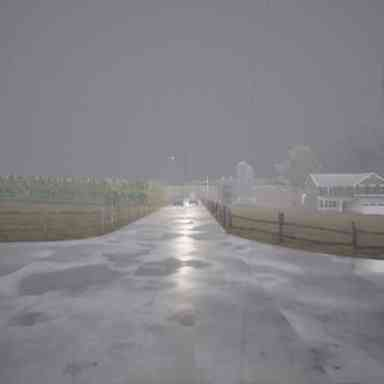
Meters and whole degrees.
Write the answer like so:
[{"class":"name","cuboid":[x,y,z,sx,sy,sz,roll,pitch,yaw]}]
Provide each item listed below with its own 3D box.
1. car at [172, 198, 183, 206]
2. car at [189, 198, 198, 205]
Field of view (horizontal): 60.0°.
[{"class":"car","cuboid":[-2.470,1.808,59.582,2.033,1.411,5.357,0,0,0]},{"class":"car","cuboid":[0.310,1.832,65.792,2.033,1.411,5.357,0,0,0]}]
